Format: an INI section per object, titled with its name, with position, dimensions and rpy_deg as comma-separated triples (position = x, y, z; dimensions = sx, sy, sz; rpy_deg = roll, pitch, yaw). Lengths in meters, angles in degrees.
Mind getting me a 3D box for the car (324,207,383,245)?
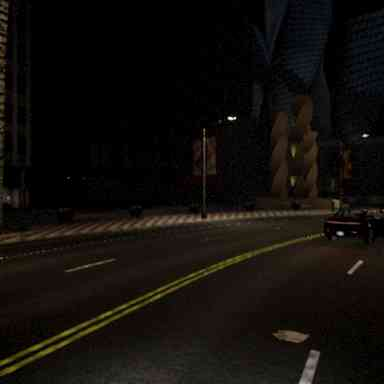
[car]
position = 7.984, 1.529, 15.825
dimensions = 2.128, 1.511, 4.902
rpy_deg = 0, 0, 44
